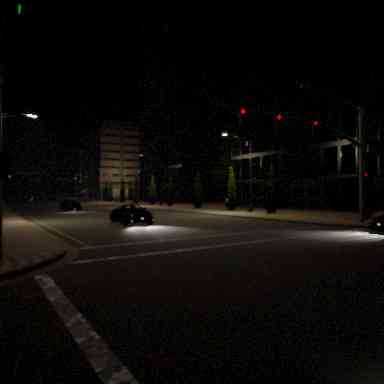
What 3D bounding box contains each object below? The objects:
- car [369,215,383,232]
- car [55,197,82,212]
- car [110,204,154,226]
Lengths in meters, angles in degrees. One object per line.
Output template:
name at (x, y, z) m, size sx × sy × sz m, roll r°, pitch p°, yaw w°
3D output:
car at (11.676, 1.509, 17.488) m, size 4.181 × 1.385 × 1.994 m, roll 0°, pitch 0°, yaw -7°
car at (-14.795, 1.590, 40.337) m, size 2.033 × 1.411 × 5.357 m, roll 0°, pitch 0°, yaw -31°
car at (-4.275, 1.550, 23.317) m, size 1.994 × 1.385 × 4.181 m, roll 0°, pitch 0°, yaw -32°
